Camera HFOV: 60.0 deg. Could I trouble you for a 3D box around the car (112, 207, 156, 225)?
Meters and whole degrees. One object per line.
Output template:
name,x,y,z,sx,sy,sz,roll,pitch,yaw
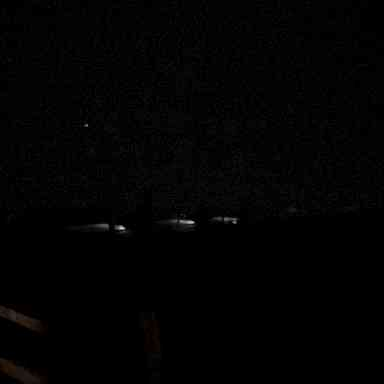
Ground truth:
car,-5.508,2.263,31.753,1.837,1.490,4.892,3,0,36

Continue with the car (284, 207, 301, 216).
car,17.805,3.411,59.056,1.812,1.442,4.674,3,0,37

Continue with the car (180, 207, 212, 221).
car,0.605,2.580,40.204,1.837,1.490,4.892,3,0,37

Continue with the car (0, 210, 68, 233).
car,-11.480,1.987,23.468,2.033,1.411,5.357,3,0,36

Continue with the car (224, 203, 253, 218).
car,6.868,2.601,48.822,2.150,2.045,5.566,3,0,38
